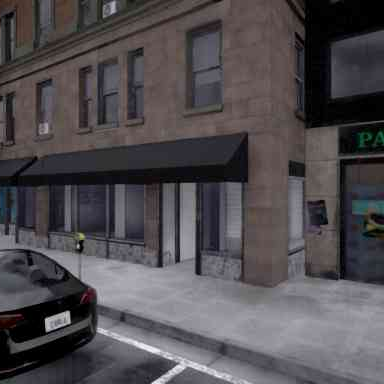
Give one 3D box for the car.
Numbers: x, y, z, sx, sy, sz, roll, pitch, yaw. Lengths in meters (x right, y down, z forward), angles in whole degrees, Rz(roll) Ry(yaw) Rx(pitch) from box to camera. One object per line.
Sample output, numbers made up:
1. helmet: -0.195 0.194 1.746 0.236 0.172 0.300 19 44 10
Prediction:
1. car: -3.278 1.566 5.151 4.313 1.339 1.947 0 0 36
